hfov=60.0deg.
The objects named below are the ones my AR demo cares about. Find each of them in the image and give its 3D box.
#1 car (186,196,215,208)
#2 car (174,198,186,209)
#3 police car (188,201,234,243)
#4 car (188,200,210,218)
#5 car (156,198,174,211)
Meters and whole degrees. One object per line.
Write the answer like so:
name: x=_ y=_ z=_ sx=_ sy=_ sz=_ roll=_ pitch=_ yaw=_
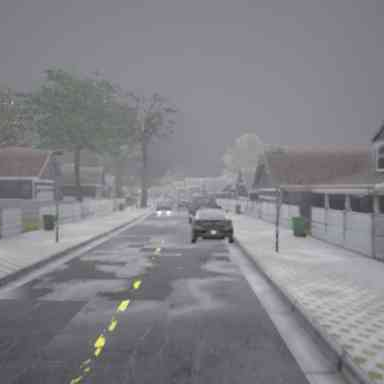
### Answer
car: x=0.805 y=1.332 z=26.327 sx=2.150 sy=2.045 sz=5.566 roll=0 pitch=0 yaw=-1
car: x=-1.323 y=1.813 z=50.751 sx=1.837 sy=1.490 sz=4.892 roll=0 pitch=0 yaw=-5
police car: x=0.900 y=1.471 z=16.352 sx=1.930 sy=1.638 sz=5.238 roll=0 pitch=0 yaw=0
car: x=0.624 y=1.602 z=32.516 sx=1.801 sy=1.575 sz=5.366 roll=0 pitch=0 yaw=-2
car: x=-3.659 y=1.801 z=44.036 sx=1.994 sy=1.385 sz=4.181 roll=0 pitch=-1 yaw=-4
